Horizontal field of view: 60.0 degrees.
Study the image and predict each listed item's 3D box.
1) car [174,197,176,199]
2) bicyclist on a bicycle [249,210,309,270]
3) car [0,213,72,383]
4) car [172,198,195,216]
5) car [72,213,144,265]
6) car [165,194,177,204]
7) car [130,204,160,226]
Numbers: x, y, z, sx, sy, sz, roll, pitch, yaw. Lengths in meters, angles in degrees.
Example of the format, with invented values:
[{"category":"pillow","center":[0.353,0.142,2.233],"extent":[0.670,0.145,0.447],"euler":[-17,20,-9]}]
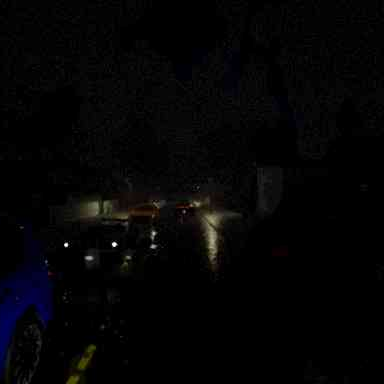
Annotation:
[{"category":"car","center":[-1.116,1.752,46.191],"extent":[2.033,1.411,5.357],"euler":[0,0,-1]},{"category":"bicyclist on a bicycle","center":[2.361,1.325,9.011],"extent":[1.656,1.620,0.582],"euler":[0,0,-1]},{"category":"car","center":[-2.859,1.253,2.207],"extent":[2.150,2.045,5.566],"euler":[0,0,-1]},{"category":"car","center":[-0.782,1.658,34.198],"extent":[1.837,1.490,4.892],"euler":[0,-1,-1]},{"category":"car","center":[-3.122,1.680,12.163],"extent":[1.895,1.301,4.718],"euler":[0,0,-1]},{"category":"car","center":[-4.572,1.458,72.630],"extent":[2.150,2.045,5.566],"euler":[0,0,-1]},{"category":"car","center":[-3.430,1.613,24.630],"extent":[1.882,1.535,5.008],"euler":[0,0,-1]}]
